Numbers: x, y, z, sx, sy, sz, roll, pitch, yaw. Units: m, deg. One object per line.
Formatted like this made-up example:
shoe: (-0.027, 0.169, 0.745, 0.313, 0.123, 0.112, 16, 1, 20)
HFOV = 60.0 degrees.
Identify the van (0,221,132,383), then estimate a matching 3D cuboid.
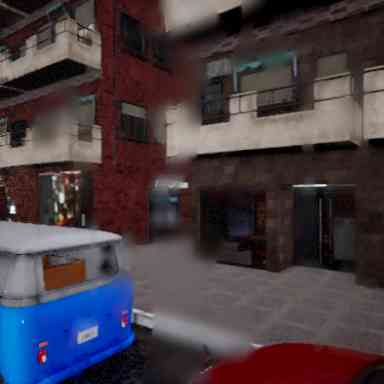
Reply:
van: (-2.668, 1.356, 4.779, 3.998, 1.788, 1.690, 0, 0, 35)

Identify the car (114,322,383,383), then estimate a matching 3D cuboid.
car: (1.918, 1.542, 1.510, 4.507, 1.381, 1.887, 0, 0, 35)
